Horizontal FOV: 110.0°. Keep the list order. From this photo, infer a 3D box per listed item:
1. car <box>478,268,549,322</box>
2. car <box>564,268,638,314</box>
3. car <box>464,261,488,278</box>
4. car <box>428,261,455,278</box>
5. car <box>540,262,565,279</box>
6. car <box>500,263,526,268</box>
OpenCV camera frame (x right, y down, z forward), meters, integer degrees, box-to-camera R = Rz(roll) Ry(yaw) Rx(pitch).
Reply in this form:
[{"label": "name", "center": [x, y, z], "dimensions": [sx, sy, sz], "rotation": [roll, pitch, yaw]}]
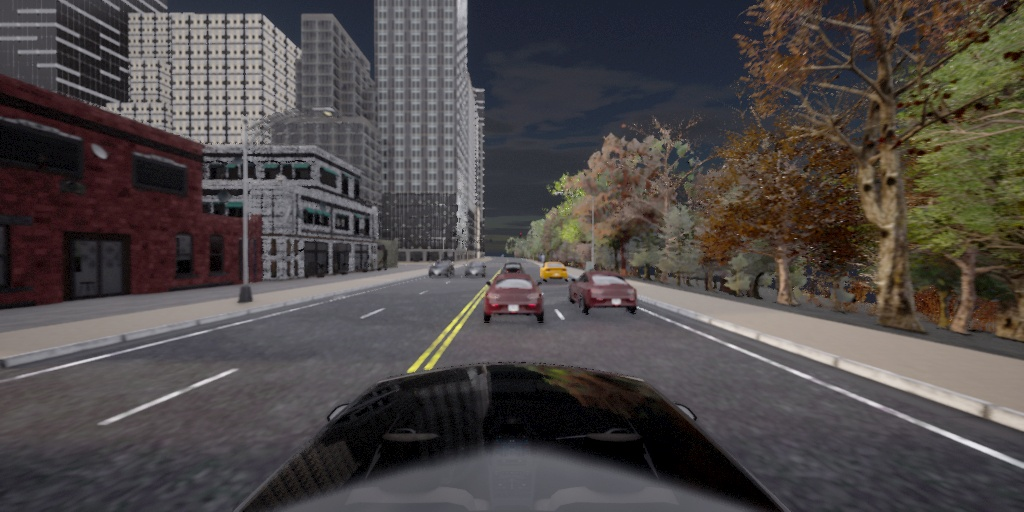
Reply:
[{"label": "car", "center": [0.070, 1.281, 12.138], "dimensions": [1.812, 1.442, 4.674], "rotation": [0, 0, 1]}, {"label": "car", "center": [3.331, 1.281, 13.686], "dimensions": [1.812, 1.442, 4.674], "rotation": [0, 0, 0]}, {"label": "car", "center": [-3.342, 1.246, 33.966], "dimensions": [2.128, 1.511, 4.902], "rotation": [0, 0, 0]}, {"label": "car", "center": [-6.587, 1.246, 33.973], "dimensions": [2.128, 1.511, 4.902], "rotation": [0, 0, 1]}, {"label": "car", "center": [3.335, 1.235, 29.219], "dimensions": [1.882, 1.535, 5.008], "rotation": [0, 0, 0]}, {"label": "car", "center": [0.078, 1.264, 27.825], "dimensions": [1.837, 1.490, 4.892], "rotation": [0, 0, 0]}]
